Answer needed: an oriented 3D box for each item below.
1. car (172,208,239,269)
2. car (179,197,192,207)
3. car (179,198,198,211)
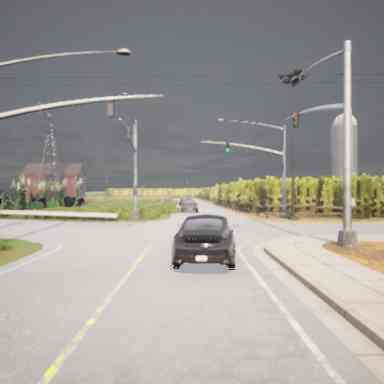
[{"bbox_3d":[0.521,1.505,11.182,1.837,1.490,4.892,0,0,7],"label":"car"},{"bbox_3d":[-1.050,1.598,53.059,1.994,1.385,4.181,0,0,-2],"label":"car"},{"bbox_3d":[-0.306,1.560,37.168,1.812,1.442,4.674,0,0,-3],"label":"car"}]
